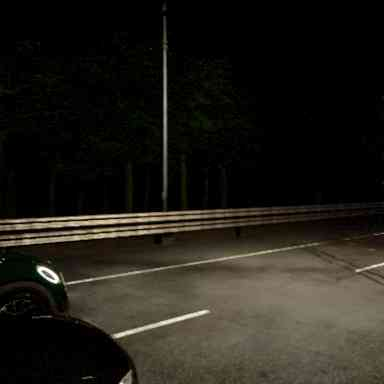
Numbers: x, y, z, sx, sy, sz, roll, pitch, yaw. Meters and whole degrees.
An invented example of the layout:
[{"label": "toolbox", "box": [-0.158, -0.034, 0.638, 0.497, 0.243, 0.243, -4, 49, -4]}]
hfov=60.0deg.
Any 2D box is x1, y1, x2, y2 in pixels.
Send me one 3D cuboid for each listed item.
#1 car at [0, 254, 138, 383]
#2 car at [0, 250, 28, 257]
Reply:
[{"label": "car", "box": [-2.662, 1.495, 1.849, 4.902, 1.511, 2.128, 0, 0, -36]}, {"label": "car", "box": [-4.316, 1.354, 4.967, 4.553, 1.767, 2.097, 0, 0, -36]}]
